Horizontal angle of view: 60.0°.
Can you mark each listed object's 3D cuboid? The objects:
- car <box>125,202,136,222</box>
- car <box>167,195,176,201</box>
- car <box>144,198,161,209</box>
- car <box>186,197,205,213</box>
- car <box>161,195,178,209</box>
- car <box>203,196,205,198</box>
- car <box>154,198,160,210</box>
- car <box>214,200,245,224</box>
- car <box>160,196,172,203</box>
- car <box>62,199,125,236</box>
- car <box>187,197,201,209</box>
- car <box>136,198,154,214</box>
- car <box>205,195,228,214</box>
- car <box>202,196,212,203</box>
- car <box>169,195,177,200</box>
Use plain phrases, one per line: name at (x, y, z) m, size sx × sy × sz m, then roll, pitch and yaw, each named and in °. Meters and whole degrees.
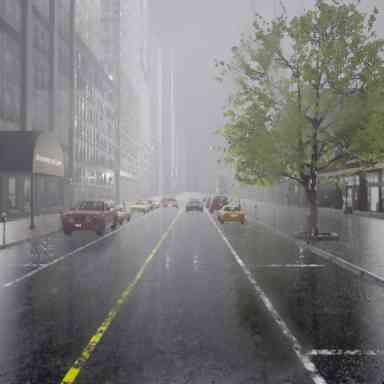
car at (-5.554, 1.538, 24.272) m, size 1.752 × 1.417 × 4.829 m, roll 1°, pitch 0°, yaw 0°
car at (-5.235, 1.552, 85.447) m, size 1.947 × 1.339 × 4.313 m, roll 1°, pitch 0°, yaw 0°
car at (-5.438, 1.538, 46.457) m, size 1.752 × 1.417 × 4.829 m, roll 1°, pitch 0°, yaw 0°
car at (0.288, 1.615, 37.737) m, size 1.895 × 1.301 × 4.718 m, roll 0°, pitch 0°, yaw 0°
car at (-2.863, 1.538, 45.408) m, size 1.812 × 1.442 × 4.674 m, roll 0°, pitch 0°, yaw 0°
car at (2.946, 1.328, 46.585) m, size 2.192 × 1.841 × 5.009 m, roll 1°, pitch 0°, yaw 0°
car at (-5.467, 1.579, 41.082) m, size 1.947 × 1.339 × 4.313 m, roll 1°, pitch 0°, yaw 0°
car at (2.828, 1.538, 24.570) m, size 1.752 × 1.417 × 4.829 m, roll 1°, pitch 0°, yaw 0°
car at (-5.322, 1.567, 68.809) m, size 1.947 × 1.339 × 4.313 m, roll 1°, pitch 0°, yaw 0°
car at (-5.579, 1.326, 18.897) m, size 2.192 × 1.841 × 5.009 m, roll 1°, pitch 0°, yaw 0°
car at (0.312, 1.517, 47.759) m, size 1.837 × 1.490 × 4.892 m, roll 0°, pitch 0°, yaw 1°
car at (-5.496, 1.539, 35.364) m, size 1.752 × 1.417 × 4.829 m, roll 1°, pitch 0°, yaw 0°
car at (2.888, 1.329, 35.493) m, size 2.192 × 1.841 × 5.009 m, roll 1°, pitch 0°, yaw 0°
car at (3.058, 1.568, 68.768) m, size 1.947 × 1.339 × 4.313 m, roll 1°, pitch 0°, yaw 0°
car at (-5.207, 1.563, 90.992) m, size 1.802 × 1.307 × 4.206 m, roll 1°, pitch 0°, yaw 0°
